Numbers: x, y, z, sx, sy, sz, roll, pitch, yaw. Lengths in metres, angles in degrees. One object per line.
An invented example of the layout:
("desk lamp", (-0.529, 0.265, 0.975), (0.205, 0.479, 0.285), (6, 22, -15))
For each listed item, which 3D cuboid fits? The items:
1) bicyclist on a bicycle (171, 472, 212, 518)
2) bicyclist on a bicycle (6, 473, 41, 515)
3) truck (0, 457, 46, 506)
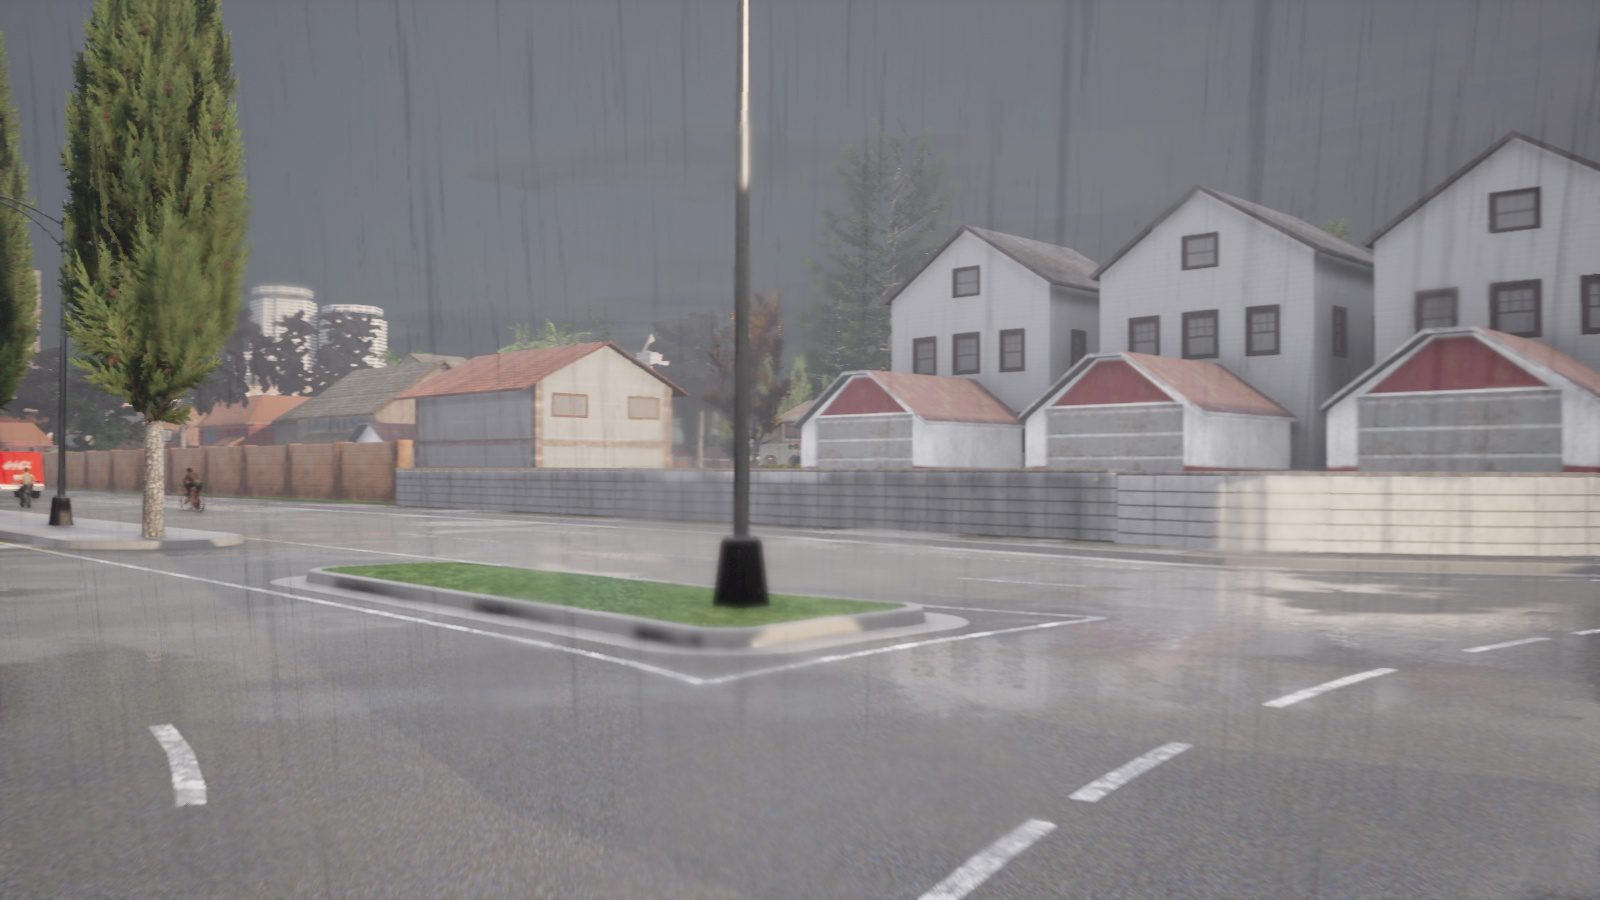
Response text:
("bicyclist on a bicycle", (-22.136, 1.640, 45.668), (1.656, 1.620, 0.582), (-1, 1, 37))
("bicyclist on a bicycle", (-30.674, 1.731, 49.622), (0.866, 1.612, 1.509), (1, -1, -44))
("truck", (-42.086, 1.645, 66.424), (2.627, 2.467, 5.204), (1, -1, -44))
